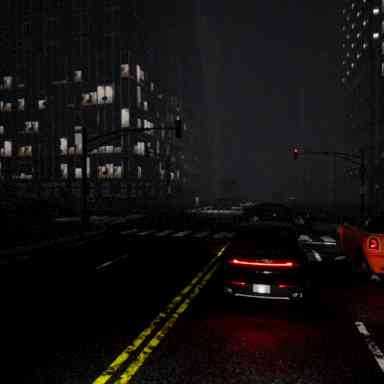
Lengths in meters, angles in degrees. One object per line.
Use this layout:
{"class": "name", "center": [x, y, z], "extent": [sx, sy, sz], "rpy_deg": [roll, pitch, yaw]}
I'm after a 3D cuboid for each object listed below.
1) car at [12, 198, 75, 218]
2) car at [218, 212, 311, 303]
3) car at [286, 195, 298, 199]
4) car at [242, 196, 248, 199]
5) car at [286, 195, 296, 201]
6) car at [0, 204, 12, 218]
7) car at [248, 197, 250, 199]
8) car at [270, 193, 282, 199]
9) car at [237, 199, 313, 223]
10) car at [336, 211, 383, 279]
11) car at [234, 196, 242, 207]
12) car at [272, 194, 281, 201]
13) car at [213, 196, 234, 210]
{"class": "car", "center": [-12.644, 1.333, 28.913], "extent": [5.008, 1.535, 1.882], "rpy_deg": [1, 1, 16]}
{"class": "car", "center": [1.862, 1.501, 8.362], "extent": [1.837, 1.490, 4.892], "rpy_deg": [0, 0, 14]}
{"class": "car", "center": [20.976, 1.463, 69.517], "extent": [2.128, 1.511, 4.902], "rpy_deg": [0, 0, 14]}
{"class": "car", "center": [8.759, 1.480, 61.472], "extent": [1.812, 1.442, 4.674], "rpy_deg": [0, 0, 15]}
{"class": "car", "center": [23.546, 1.465, 79.517], "extent": [2.033, 1.411, 5.357], "rpy_deg": [0, 0, 14]}
{"class": "car", "center": [-16.744, 1.434, 27.237], "extent": [4.313, 1.339, 1.947], "rpy_deg": [1, 1, 16]}
{"class": "car", "center": [11.259, 1.495, 70.907], "extent": [1.994, 1.385, 4.181], "rpy_deg": [0, 0, 14]}
{"class": "car", "center": [17.808, 1.157, 70.269], "extent": [2.150, 2.045, 5.566], "rpy_deg": [0, 0, 14]}
{"class": "car", "center": [6.005, 1.505, 23.764], "extent": [5.008, 1.535, 1.882], "rpy_deg": [1, 1, 15]}
{"class": "car", "center": [5.734, 1.347, 9.962], "extent": [2.097, 1.767, 4.553], "rpy_deg": [0, 0, 15]}
{"class": "car", "center": [6.260, 1.471, 51.886], "extent": [1.837, 1.490, 4.892], "rpy_deg": [0, 0, 14]}
{"class": "car", "center": [20.398, 1.235, 80.329], "extent": [1.882, 1.535, 5.008], "rpy_deg": [0, 0, 14]}
{"class": "car", "center": [3.943, 1.501, 42.880], "extent": [1.812, 1.442, 4.674], "rpy_deg": [0, 0, 14]}
